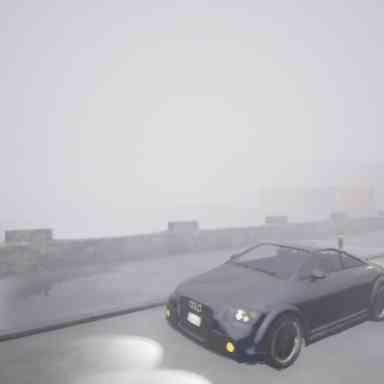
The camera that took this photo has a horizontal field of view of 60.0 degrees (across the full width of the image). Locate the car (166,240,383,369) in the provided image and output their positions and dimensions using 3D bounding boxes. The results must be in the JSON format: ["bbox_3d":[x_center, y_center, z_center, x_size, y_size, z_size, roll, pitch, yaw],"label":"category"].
[{"bbox_3d":[1.655,1.590,5.782,4.181,1.385,1.994,0,0,-35],"label":"car"}]
